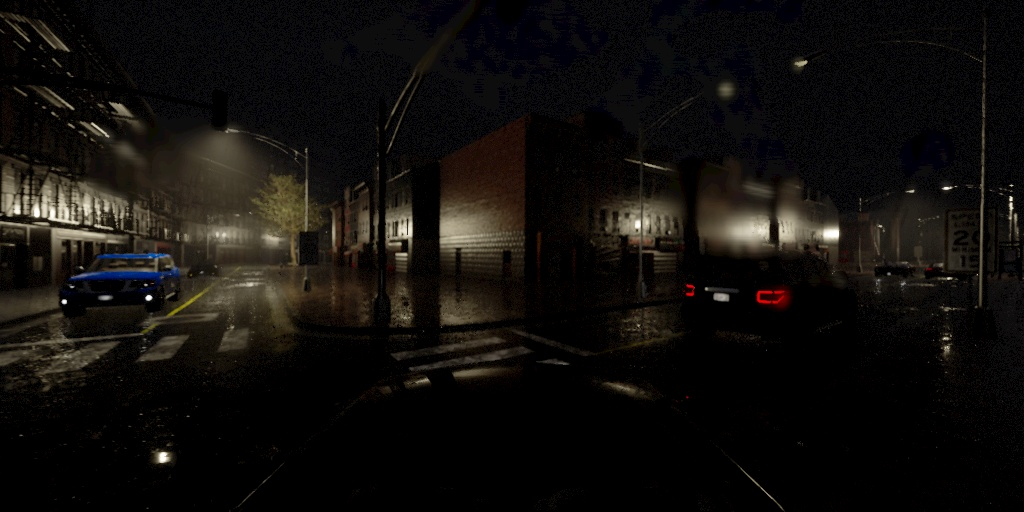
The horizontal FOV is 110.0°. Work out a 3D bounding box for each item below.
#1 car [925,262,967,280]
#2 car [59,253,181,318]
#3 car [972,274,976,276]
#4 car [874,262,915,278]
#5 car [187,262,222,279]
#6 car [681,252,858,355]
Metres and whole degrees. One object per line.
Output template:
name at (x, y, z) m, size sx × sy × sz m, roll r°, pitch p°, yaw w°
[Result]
car at (34.571, 1.136, 28.532) m, size 4.181 × 1.385 × 1.994 m, roll 0°, pitch 1°, yaw -35°
car at (-14.157, 0.917, 13.373) m, size 2.150 × 2.045 × 5.566 m, roll 0°, pitch 0°, yaw -35°
car at (42.612, 1.020, 34.219) m, size 5.008 × 1.535 × 1.882 m, roll 0°, pitch 1°, yaw -35°
car at (32.908, 1.152, 30.819) m, size 4.718 × 1.301 × 1.895 m, roll 0°, pitch 1°, yaw -35°
car at (-26.502, 1.215, 31.051) m, size 1.994 × 1.385 × 4.181 m, roll 0°, pitch 0°, yaw -35°
car at (6.445, 0.921, 8.827) m, size 5.566 × 2.045 × 2.150 m, roll 0°, pitch 1°, yaw -35°
